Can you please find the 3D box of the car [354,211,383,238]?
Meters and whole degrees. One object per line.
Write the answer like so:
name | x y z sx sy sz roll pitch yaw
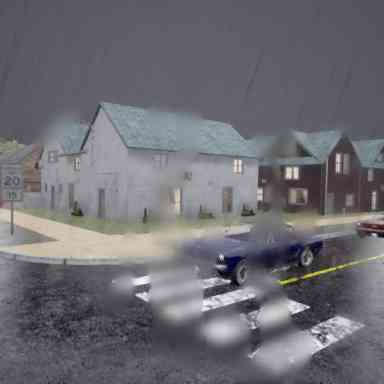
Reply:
car | 9.867 1.626 16.286 4.718 1.301 1.895 1 2 -39

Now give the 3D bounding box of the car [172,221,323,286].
car | 1.753 1.536 9.415 4.718 1.301 1.895 1 2 -42
